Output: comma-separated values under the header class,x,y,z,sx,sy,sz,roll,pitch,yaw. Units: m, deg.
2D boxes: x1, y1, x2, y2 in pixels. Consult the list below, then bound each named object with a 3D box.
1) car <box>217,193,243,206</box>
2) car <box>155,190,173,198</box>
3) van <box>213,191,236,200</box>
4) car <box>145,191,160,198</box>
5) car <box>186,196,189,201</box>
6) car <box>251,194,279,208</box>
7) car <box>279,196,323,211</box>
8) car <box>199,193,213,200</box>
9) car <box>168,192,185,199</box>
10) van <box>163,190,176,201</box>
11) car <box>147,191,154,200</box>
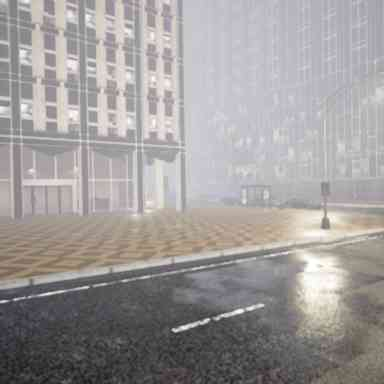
class,x,y,z,sx,sy,sz,roll,pitch,yaw
car,5.701,1.189,45.615,1.947,1.339,4.313,-1,1,-34
car,-6.664,0.447,78.489,2.192,1.841,5.009,-1,1,-34
van,6.213,0.688,59.753,1.690,1.788,3.998,-1,1,-34
car,-9.883,0.518,83.174,1.967,1.590,4.097,-1,1,-34
car,-2.372,0.964,62.153,1.994,1.385,4.181,-1,1,-34
car,8.872,1.258,40.899,1.802,1.307,4.206,-1,1,-34
car,12.077,1.294,36.202,1.947,1.339,4.313,-1,1,-34
car,2.995,0.876,64.440,1.802,1.307,4.206,-1,1,-34
car,-3.443,0.769,73.809,1.802,1.307,4.206,-1,1,-34
van,-3.912,0.806,59.693,1.690,1.788,3.998,-1,1,-34
car,-10.350,0.908,69.064,2.008,1.369,4.403,-1,1,-34
